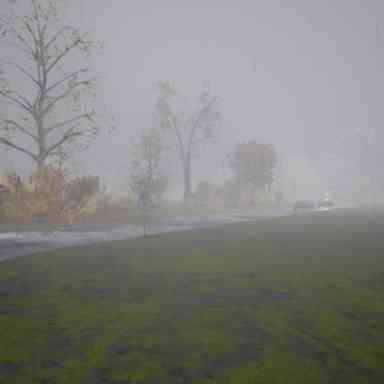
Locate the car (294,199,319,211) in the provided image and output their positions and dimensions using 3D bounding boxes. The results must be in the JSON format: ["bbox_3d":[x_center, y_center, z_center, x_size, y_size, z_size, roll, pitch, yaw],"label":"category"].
[{"bbox_3d":[15.632,1.805,46.042,1.837,1.490,4.892,1,0,36],"label":"car"}]

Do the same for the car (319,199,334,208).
[{"bbox_3d":[22.205,1.866,55.213,2.128,1.511,4.902,1,0,36],"label":"car"}]
